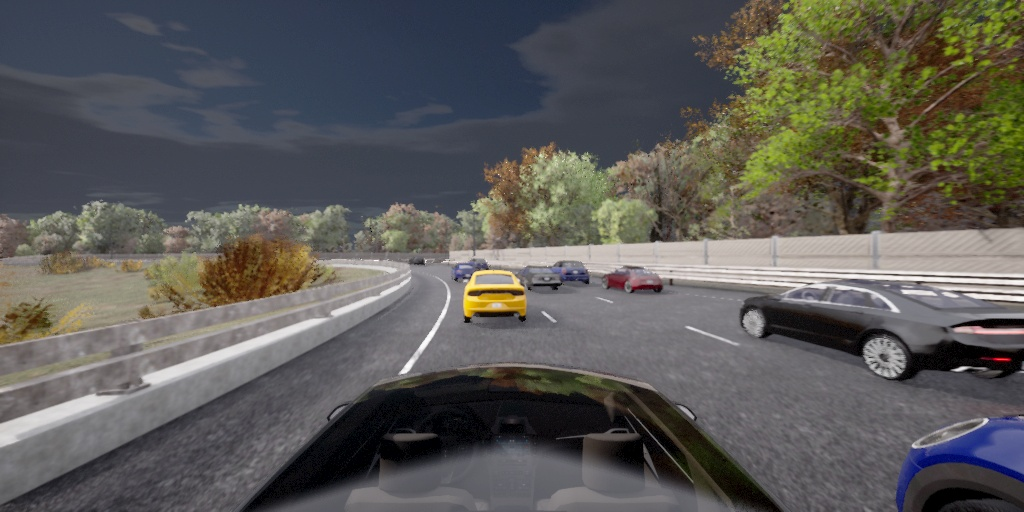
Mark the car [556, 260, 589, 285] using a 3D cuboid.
[{"bbox_3d":[3.890,1.106,26.077,2.097,1.767,4.553,0,0,-10],"label":"car"}]

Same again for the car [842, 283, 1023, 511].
[{"bbox_3d":[3.429,1.087,0.314,2.097,1.767,4.553,0,0,1],"label":"car"}]

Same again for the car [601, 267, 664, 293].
[{"bbox_3d":[6.818,1.304,20.745,1.994,1.385,4.181,0,0,-12],"label":"car"}]

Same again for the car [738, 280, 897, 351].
[{"bbox_3d":[6.746,1.221,7.142,2.128,1.511,4.902,0,0,-3],"label":"car"}]

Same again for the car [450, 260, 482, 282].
[{"bbox_3d":[-3.932,1.312,29.415,1.812,1.442,4.674,0,0,-15],"label":"car"}]

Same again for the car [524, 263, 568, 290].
[{"bbox_3d":[1.425,1.308,22.089,2.033,1.411,5.357,0,0,-11],"label":"car"}]

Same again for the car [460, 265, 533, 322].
[{"bbox_3d":[-0.690,1.239,12.522,1.882,1.535,5.008,0,0,-6],"label":"car"}]

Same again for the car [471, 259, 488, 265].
[{"bbox_3d":[-5.143,1.160,51.532,2.097,1.767,4.553,0,0,-26],"label":"car"}]
